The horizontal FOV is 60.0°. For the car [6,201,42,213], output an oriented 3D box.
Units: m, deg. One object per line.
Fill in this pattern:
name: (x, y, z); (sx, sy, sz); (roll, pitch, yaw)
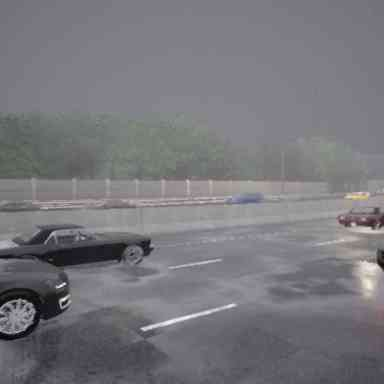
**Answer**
car: (-15.114, 1.505, 27.598); (4.892, 1.490, 1.837); (0, 0, -35)

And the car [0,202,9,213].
car: (-12.249, 1.490, 16.746); (4.902, 1.511, 2.128); (0, 0, -35)

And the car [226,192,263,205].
car: (7.000, 0.984, 43.207); (5.566, 2.045, 2.150); (-1, 1, -35)

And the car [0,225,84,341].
car: (-4.388, 1.503, 4.913); (4.892, 1.490, 1.837); (0, 0, -36)

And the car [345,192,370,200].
car: (26.007, 0.840, 52.240); (5.008, 1.535, 1.882); (-2, 1, -34)

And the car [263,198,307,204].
car: (9.727, 1.378, 32.300); (5.357, 1.411, 2.033); (-1, 1, -35)

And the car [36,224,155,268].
car: (-3.518, 1.602, 9.832); (4.718, 1.301, 1.895); (0, 0, -35)

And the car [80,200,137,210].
car: (-7.202, 1.462, 28.928); (5.008, 1.535, 1.882); (0, 0, -35)

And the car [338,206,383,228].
car: (10.942, 1.512, 20.094); (4.718, 1.301, 1.895); (-1, 0, -35)

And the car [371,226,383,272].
car: (6.951, 1.590, 8.812); (4.718, 1.301, 1.895); (0, 0, -35)

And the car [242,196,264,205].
car: (7.927, 1.428, 35.316); (4.718, 1.301, 1.895); (-1, 1, -35)
